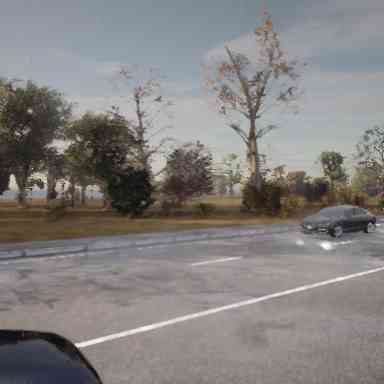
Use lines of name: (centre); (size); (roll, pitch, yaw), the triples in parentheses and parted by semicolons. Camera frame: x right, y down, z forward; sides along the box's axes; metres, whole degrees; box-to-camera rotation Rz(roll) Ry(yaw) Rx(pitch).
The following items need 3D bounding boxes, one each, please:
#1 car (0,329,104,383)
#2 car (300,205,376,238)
car: (-2.543, 1.557, 1.844); (4.181, 1.385, 1.994); (0, 0, -36)
car: (7.768, 1.499, 17.563); (4.892, 1.490, 1.837); (0, 0, -33)
